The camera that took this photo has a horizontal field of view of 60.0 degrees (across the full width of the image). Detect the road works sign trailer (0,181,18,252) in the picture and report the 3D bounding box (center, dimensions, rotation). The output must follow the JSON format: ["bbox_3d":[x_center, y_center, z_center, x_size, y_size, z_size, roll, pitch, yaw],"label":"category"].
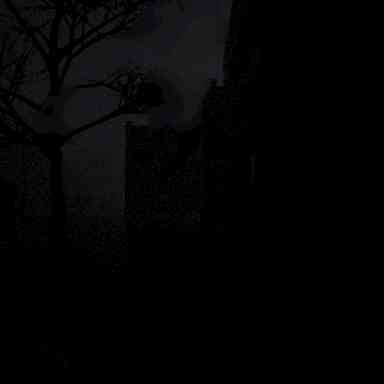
[{"bbox_3d":[-7.729,0.942,10.845,3.560,2.380,2.880,-4,2,-9],"label":"road works sign trailer"}]
